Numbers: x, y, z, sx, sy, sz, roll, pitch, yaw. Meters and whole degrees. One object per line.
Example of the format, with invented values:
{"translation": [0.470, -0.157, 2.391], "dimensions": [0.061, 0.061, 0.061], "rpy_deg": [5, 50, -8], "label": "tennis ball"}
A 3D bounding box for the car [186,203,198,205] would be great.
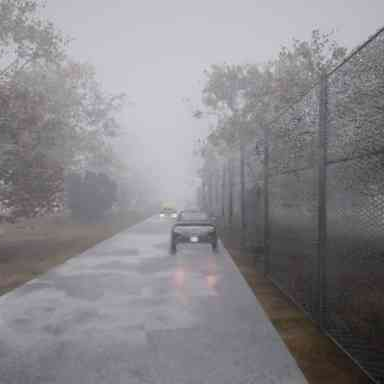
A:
{"translation": [0.008, 1.863, 34.043], "dimensions": [2.033, 1.411, 5.357], "rpy_deg": [0, -1, 0], "label": "car"}

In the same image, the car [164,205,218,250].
{"translation": [0.080, 1.557, 14.748], "dimensions": [2.128, 1.511, 4.902], "rpy_deg": [0, 0, 0], "label": "car"}

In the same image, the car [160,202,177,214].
{"translation": [-2.983, 1.975, 43.020], "dimensions": [1.882, 1.535, 5.008], "rpy_deg": [0, -2, 0], "label": "car"}
